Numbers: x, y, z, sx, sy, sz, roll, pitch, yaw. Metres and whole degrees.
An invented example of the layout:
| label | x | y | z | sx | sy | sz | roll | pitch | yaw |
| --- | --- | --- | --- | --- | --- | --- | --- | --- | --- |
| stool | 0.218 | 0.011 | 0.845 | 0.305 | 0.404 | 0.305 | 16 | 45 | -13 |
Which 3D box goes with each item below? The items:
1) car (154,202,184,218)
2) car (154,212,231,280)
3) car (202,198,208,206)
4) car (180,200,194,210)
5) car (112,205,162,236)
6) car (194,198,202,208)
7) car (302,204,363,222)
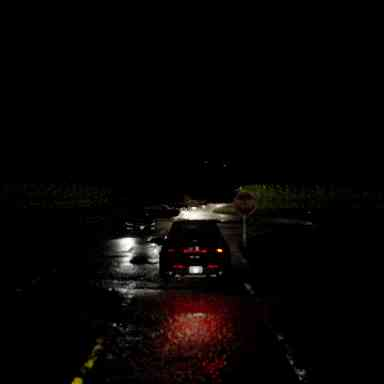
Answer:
| label | x | y | z | sx | sy | sz | roll | pitch | yaw |
| --- | --- | --- | --- | --- | --- | --- | --- | --- | --- |
| car | -3.423 | 1.873 | 31.028 | 4.718 | 1.301 | 1.895 | 0 | -1 | 4 |
| car | 0.066 | 1.598 | 10.242 | 1.837 | 1.490 | 4.892 | 0 | -1 | 0 |
| car | 2.054 | 2.037 | 70.315 | 2.097 | 1.767 | 4.553 | 0 | -1 | 12 |
| car | -1.296 | 2.074 | 50.331 | 1.895 | 1.301 | 4.718 | 0 | -1 | 6 |
| car | -3.639 | 1.690 | 20.170 | 1.837 | 1.490 | 4.892 | 2 | -1 | -23 |
| car | 0.088 | 2.136 | 60.222 | 1.994 | 1.385 | 4.181 | 0 | -1 | 9 |
| car | 12.520 | 1.843 | 29.820 | 5.008 | 1.535 | 1.882 | 1 | -1 | 5 |
